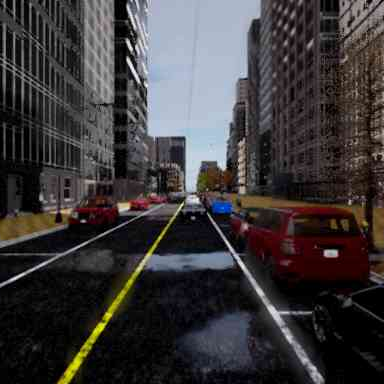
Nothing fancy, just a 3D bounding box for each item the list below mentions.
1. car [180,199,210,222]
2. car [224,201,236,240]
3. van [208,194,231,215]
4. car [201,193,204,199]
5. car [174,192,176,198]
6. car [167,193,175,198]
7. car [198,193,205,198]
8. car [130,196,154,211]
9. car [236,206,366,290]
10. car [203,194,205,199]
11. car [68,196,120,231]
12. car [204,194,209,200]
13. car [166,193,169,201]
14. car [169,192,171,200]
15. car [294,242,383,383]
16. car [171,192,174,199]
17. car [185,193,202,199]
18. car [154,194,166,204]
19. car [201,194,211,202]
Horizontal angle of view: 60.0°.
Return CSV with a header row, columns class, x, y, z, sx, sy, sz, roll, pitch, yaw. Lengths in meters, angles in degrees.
class,x,y,z,sx,sy,sz,roll,pitch,yaw
car,0.095,1.458,24.630,1.895,1.301,4.718,0,0,0
car,2.691,1.357,14.381,1.967,1.590,4.097,0,0,0
van,2.688,1.162,30.998,1.690,1.788,3.998,0,0,0
car,2.683,1.100,58.695,1.967,1.590,4.097,0,0,0
car,-5.701,0.970,80.850,1.967,1.590,4.097,0,0,0
car,-5.704,0.992,91.758,1.752,1.417,4.829,0,0,0
car,2.676,1.011,91.930,1.887,1.381,4.507,0,0,0
car,-5.694,1.333,36.537,1.887,1.381,4.507,0,0,0
car,2.693,1.264,8.841,2.192,1.841,5.009,0,0,0
car,2.685,1.281,42.248,1.752,1.417,4.829,0,0,0
car,-5.690,1.199,19.918,2.192,1.841,5.009,0,0,0
car,2.687,1.229,36.538,1.967,1.590,4.097,0,0,0
car,-5.697,1.100,58.693,1.967,1.590,4.097,0,0,0
car,-5.699,1.178,64.233,2.008,1.369,4.403,0,0,0
car,2.693,1.546,3.304,1.947,1.339,4.313,0,0,0
car,-5.701,1.107,75.311,1.887,1.381,4.507,0,0,0
car,0.091,1.264,45.060,1.812,1.442,4.674,0,1,0
car,-5.697,1.236,53.154,1.887,1.381,4.507,0,0,0
car,2.681,1.152,64.404,1.752,1.417,4.829,0,0,0
